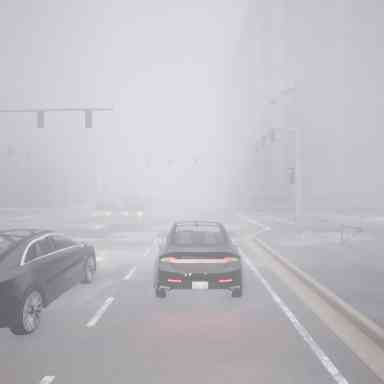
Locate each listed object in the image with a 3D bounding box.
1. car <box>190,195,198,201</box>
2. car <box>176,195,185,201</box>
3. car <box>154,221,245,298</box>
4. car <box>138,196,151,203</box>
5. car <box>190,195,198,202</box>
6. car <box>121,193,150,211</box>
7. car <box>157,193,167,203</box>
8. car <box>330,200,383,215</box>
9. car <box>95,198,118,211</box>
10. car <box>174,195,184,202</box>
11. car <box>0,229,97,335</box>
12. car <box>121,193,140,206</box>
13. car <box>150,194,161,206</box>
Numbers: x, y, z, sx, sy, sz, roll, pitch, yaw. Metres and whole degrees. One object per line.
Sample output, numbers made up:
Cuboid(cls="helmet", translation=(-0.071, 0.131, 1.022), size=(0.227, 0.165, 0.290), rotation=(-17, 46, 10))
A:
Cuboid(cls="car", translation=(0.580, 1.461, 85.459), size=(1.882, 1.535, 5.008), rotation=(0, 0, 0))
Cuboid(cls="car", translation=(-2.920, 1.523, 85.483), size=(2.033, 1.411, 5.357), rotation=(0, 0, 0))
Cuboid(cls="car", translation=(0.134, 1.492, 8.507), size=(2.128, 1.511, 4.902), rotation=(0, 0, 0))
Cuboid(cls="car", translation=(-10.023, 1.552, 70.459), size=(1.994, 1.385, 4.181), rotation=(0, 0, 0))
Cuboid(cls="car", translation=(0.518, 1.593, 76.414), size=(1.895, 1.301, 4.718), rotation=(0, 0, 0))
Cuboid(cls="car", translation=(-6.826, 1.352, 40.342), size=(2.097, 1.767, 4.553), rotation=(0, 0, 0))
Cuboid(cls="car", translation=(-6.524, 1.225, 70.185), size=(2.150, 2.045, 5.566), rotation=(0, 0, 0))
Cuboid(cls="car", translation=(16.677, 1.492, 32.967), size=(5.357, 1.411, 2.033), rotation=(0, 0, 0))
Cuboid(cls="car", translation=(-10.326, 1.478, 40.359), size=(1.882, 1.535, 5.008), rotation=(0, 0, 0))
Cuboid(cls="car", translation=(-2.986, 1.497, 75.781), size=(1.837, 1.490, 4.892), rotation=(0, 0, 0))
Cuboid(cls="car", translation=(-3.400, 1.492, 6.687), size=(2.128, 1.511, 4.902), rotation=(0, 0, 1))
Cuboid(cls="car", translation=(-10.208, 1.214, 55.607), size=(2.150, 2.045, 5.566), rotation=(0, 1, 1))
Cuboid(cls="car", translation=(-6.720, 1.505, 54.722), size=(1.837, 1.490, 4.892), rotation=(0, 0, 1))
